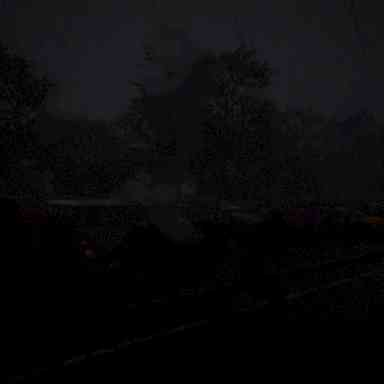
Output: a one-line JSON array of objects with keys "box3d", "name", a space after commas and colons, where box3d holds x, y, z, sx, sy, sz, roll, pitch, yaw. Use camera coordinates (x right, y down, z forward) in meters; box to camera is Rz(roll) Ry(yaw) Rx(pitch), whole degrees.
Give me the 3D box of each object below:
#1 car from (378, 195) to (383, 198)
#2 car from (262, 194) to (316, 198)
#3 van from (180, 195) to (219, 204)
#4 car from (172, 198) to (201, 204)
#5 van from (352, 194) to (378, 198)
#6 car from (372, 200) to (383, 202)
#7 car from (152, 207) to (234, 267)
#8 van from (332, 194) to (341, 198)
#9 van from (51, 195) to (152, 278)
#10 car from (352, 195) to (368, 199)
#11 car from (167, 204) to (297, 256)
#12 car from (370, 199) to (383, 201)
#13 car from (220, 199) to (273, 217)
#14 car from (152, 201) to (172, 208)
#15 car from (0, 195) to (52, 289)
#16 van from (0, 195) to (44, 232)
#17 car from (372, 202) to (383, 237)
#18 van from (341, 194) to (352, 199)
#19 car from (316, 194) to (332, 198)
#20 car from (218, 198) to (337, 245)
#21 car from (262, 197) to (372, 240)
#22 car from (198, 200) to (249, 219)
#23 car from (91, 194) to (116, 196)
[{"box3d": [23.141, 1.524, 44.787, 2.163, 1.488, 4.792, 0, 0, -35], "name": "car"}, {"box3d": [9.636, 1.211, 35.105, 2.435, 2.045, 5.566, 0, 0, -35], "name": "car"}, {"box3d": [0.421, 1.221, 28.724, 1.878, 1.987, 4.442, 0, 0, -35], "name": "van"}, {"box3d": [-1.664, 1.483, 27.094, 2.002, 1.452, 4.674, 0, 0, -35], "name": "car"}, {"box3d": [20.979, 1.259, 43.080, 1.878, 1.987, 4.442, 0, 0, -36], "name": "van"}, {"box3d": [10.348, 1.452, 19.584, 2.231, 1.521, 4.892, 0, 0, -35], "name": "car"}, {"box3d": [-0.967, 1.472, 11.542, 2.002, 1.452, 4.674, 0, 0, -35], "name": "car"}, {"box3d": [14.201, 1.244, 38.245, 1.878, 1.987, 4.442, 0, 0, -35], "name": "van"}, {"box3d": [-3.159, 1.202, 9.835, 1.878, 1.987, 4.442, 0, 0, -35], "name": "van"}, {"box3d": [18.643, 1.478, 41.556, 2.097, 1.535, 5.008, 0, 0, -35], "name": "car"}, {"box3d": [1.300, 1.435, 13.145, 2.097, 1.535, 5.008, 0, 0, -35], "name": "car"}, {"box3d": [12.602, 1.456, 21.204, 2.231, 1.521, 4.892, 0, 0, -35], "name": "car"}, {"box3d": [5.108, 1.454, 31.910, 2.097, 1.535, 5.008, 0, 0, -35], "name": "car"}, {"box3d": [-3.920, 1.439, 25.484, 2.097, 1.535, 5.008, 0, 0, -35], "name": "car"}, {"box3d": [-5.505, 1.172, 8.343, 2.435, 2.045, 5.566, 0, 0, -35], "name": "car"}, {"box3d": [-10.761, 1.202, 20.765, 1.878, 1.987, 4.442, 0, 0, -35], "name": "van"}, {"box3d": [8.190, 1.444, 17.828, 1.946, 1.575, 5.366, 0, 0, -35], "name": "car"}, {"box3d": [16.322, 1.248, 40.041, 1.878, 1.987, 4.442, 0, 0, -35], "name": "van"}, {"box3d": [11.893, 1.215, 36.711, 2.435, 2.045, 5.566, 0, 0, -35], "name": "car"}, {"box3d": [3.577, 1.314, 14.734, 2.185, 1.767, 4.553, 0, 0, -35], "name": "car"}, {"box3d": [5.839, 1.318, 16.344, 2.185, 1.767, 4.553, 0, 0, -35], "name": "car"}, {"box3d": [2.745, 1.491, 30.238, 2.002, 1.452, 4.674, 0, 0, -35], "name": "car"}, {"box3d": [-6.265, 1.184, 23.787, 2.435, 2.045, 5.566, 0, 0, -35], "name": "car"}]
